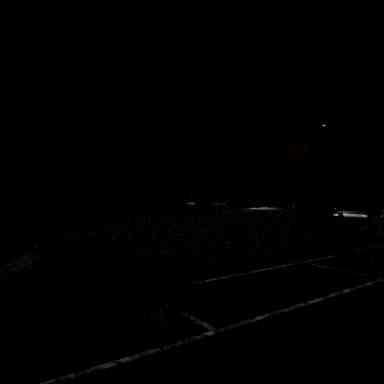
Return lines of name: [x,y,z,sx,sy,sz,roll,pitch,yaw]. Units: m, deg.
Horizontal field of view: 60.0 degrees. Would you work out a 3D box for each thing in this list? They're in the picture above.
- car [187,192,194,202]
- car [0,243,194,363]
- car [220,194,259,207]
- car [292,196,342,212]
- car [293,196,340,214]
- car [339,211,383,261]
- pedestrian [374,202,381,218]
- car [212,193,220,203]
car: [-1.905,0.494,50.939,2.150,2.045,5.566,0,1,-35]
car: [-2.070,1.545,5.165,4.507,1.381,1.887,0,0,-35]
car: [5.876,1.027,39.787,1.812,1.442,4.674,0,1,-35]
car: [13.099,1.173,35.142,1.812,1.442,4.674,0,1,-35]
car: [11.716,1.244,31.452,1.994,1.385,4.181,0,1,-35]
car: [6.827,1.552,11.443,4.403,1.369,2.008,0,0,-35]
pedestrian: [10.800,1.121,19.493,0.375,1.860,0.375,0,0,-35]
car: [3.348,0.846,49.075,2.128,1.511,4.902,0,1,-35]
